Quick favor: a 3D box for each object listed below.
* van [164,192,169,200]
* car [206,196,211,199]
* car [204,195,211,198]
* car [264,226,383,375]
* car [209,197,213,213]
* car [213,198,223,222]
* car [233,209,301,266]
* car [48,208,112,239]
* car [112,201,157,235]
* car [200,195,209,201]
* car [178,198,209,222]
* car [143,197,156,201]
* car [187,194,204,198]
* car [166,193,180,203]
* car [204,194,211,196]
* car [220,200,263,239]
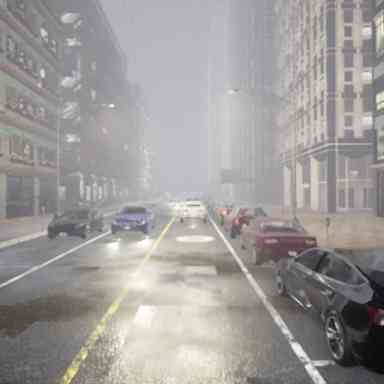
[{"bbox_3d":[-5.767,0.989,79.031,1.690,1.788,3.998,1,0,0],"label":"van"},{"bbox_3d":[2.699,1.402,33.792,2.008,1.369,4.403,1,0,0],"label":"car"},{"bbox_3d":[2.698,1.408,39.442,1.802,1.307,4.206,1,0,0],"label":"car"},{"bbox_3d":[2.701,1.541,5.536,1.947,1.339,4.313,1,0,0],"label":"car"},{"bbox_3d":[2.700,1.427,28.140,2.008,1.369,4.403,1,0,0],"label":"car"},{"bbox_3d":[2.702,1.341,22.489,1.967,1.590,4.097,1,0,0],"label":"car"},{"bbox_3d":[2.701,1.496,11.186,1.887,1.381,4.507,1,0,0],"label":"car"},{"bbox_3d":[-5.680,1.493,16.840,1.947,1.339,4.313,1,0,0],"label":"car"},{"bbox_3d":[-3.102,1.445,18.296,1.812,1.442,4.674,0,0,0],"label":"car"},{"bbox_3d":[2.696,1.255,73.349,1.802,1.307,4.206,1,0,0],"label":"car"},{"bbox_3d":[0.095,1.415,25.012,1.812,1.442,4.674,0,1,0],"label":"car"},{"bbox_3d":[-5.681,1.328,44.926,1.752,1.417,4.829,1,0,0],"label":"car"},{"bbox_3d":[0.096,1.315,42.728,2.163,1.488,4.792,0,0,0],"label":"car"},{"bbox_3d":[-3.053,1.261,59.721,1.812,1.442,4.674,0,0,1],"label":"car"},{"bbox_3d":[2.697,1.357,50.745,1.802,1.307,4.206,1,0,0],"label":"car"},{"bbox_3d":[2.703,1.366,16.838,1.967,1.590,4.097,1,0,0],"label":"car"}]
